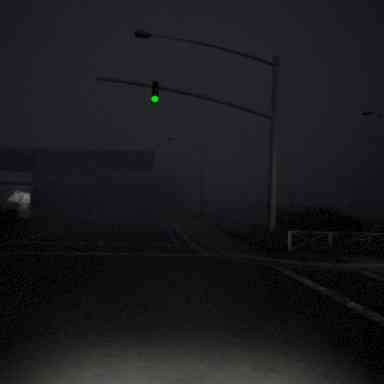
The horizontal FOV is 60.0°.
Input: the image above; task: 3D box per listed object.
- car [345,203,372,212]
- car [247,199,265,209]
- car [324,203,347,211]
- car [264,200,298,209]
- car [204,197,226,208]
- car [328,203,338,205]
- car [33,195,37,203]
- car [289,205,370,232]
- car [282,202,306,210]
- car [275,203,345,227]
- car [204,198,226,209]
[{"bbox_3d":[30.206,2.946,61.067,5.027,1.636,2.152,2,-1,-8],"label":"car"},{"bbox_3d":[12.563,2.323,61.694,4.605,1.855,1.932,2,-1,-8],"label":"car"},{"bbox_3d":[28.965,3.067,67.371,3.806,1.475,1.970,2,-1,-8],"label":"car"},{"bbox_3d":[13.634,2.394,49.261,4.514,1.523,2.007,2,-1,-8],"label":"car"},{"bbox_3d":[4.311,2.062,63.824,3.866,1.878,1.905,2,-1,-8],"label":"car"},{"bbox_3d":[15.021,2.331,39.365,3.633,1.501,1.845,2,-1,-8],"label":"car"},{"bbox_3d":[-29.413,1.310,59.509,2.242,1.667,4.611,2,-1,-8],"label":"car"},{"bbox_3d":[9.625,1.964,23.450,4.514,1.523,2.007,2,-1,-8],"label":"car"},{"bbox_3d":[21.466,2.923,69.989,4.514,1.523,2.007,2,-1,-8],"label":"car"},{"bbox_3d":[9.125,1.980,26.547,5.027,1.636,2.152,2,-1,-8],"label":"car"},{"bbox_3d":[4.172,2.297,60.443,3.806,1.475,1.970,2,-1,-8],"label":"car"}]
